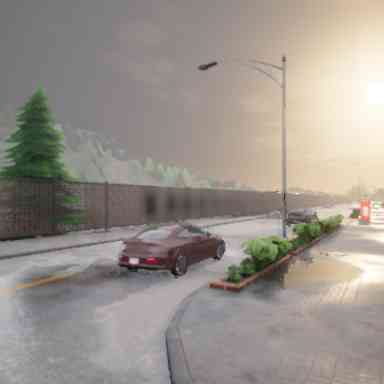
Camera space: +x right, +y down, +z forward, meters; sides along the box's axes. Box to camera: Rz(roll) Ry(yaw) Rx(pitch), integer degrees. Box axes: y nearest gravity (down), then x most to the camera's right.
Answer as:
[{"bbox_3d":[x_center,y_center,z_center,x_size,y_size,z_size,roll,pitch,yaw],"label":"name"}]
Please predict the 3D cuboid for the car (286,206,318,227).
[{"bbox_3d":[9.017,2.039,27.309,1.837,1.490,4.892,0,-1,30],"label":"car"}]

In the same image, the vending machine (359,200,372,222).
[{"bbox_3d":[17.388,1.864,33.320,1.100,2.100,0.880,0,-1,30],"label":"vending machine"}]

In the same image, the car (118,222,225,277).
[{"bbox_3d":[-0.490,1.733,11.014,1.812,1.442,4.674,-1,-1,28],"label":"car"}]

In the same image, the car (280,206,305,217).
[{"bbox_3d":[12.773,2.420,42.066,1.895,1.301,4.718,0,-1,30],"label":"car"}]
